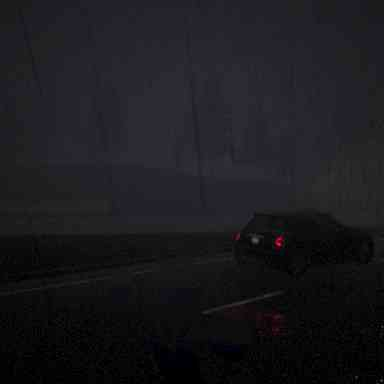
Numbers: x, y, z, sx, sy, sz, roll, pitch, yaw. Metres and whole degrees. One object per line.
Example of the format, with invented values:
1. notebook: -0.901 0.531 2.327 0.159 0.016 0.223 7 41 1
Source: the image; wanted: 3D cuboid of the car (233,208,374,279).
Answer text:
1. car: 3.536 1.348 10.258 4.553 1.767 2.097 0 0 -32
